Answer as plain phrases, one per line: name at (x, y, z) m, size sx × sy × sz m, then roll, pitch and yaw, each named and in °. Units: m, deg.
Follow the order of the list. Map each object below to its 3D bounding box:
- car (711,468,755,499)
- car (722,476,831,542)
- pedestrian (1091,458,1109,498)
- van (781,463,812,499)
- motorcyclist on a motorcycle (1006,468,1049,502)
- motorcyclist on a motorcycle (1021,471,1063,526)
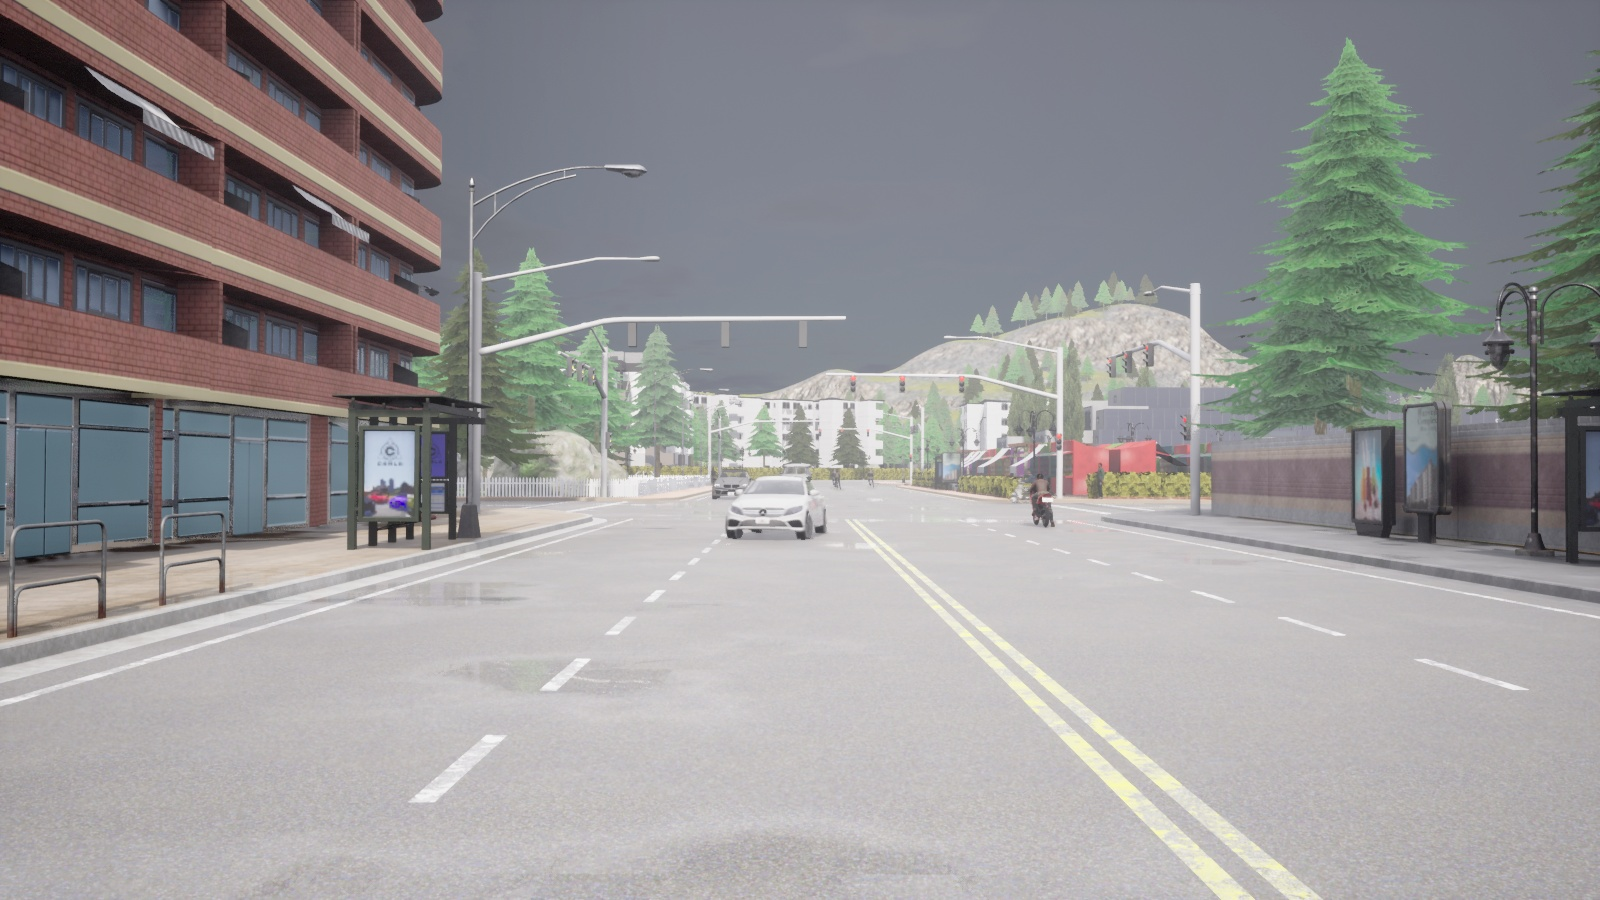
car at (-3.693, 1.844, 69.900) m, size 2.242 × 1.667 × 4.611 m, roll 0°, pitch -1°, yaw 0°
car at (-0.473, 1.344, 29.925) m, size 1.812 × 1.442 × 4.674 m, roll 0°, pitch -1°, yaw 9°
pedestrian at (14.962, 1.401, 62.560) m, size 0.788 × 1.949 × 0.423 m, roll 0°, pitch -1°, yaw 2°
van at (-0.201, 1.800, 73.544) m, size 1.775 × 1.987 × 4.442 m, roll 0°, pitch -1°, yaw 0°
motorcyclist on a motorcycle at (10.847, 1.692, 59.865) m, size 1.817 × 1.590 × 0.866 m, roll -2°, pitch -3°, yaw 23°
motorcyclist on a motorcycle at (6.901, 1.371, 35.922) m, size 0.797 × 1.523 × 2.044 m, roll 0°, pitch -1°, yaw 0°
